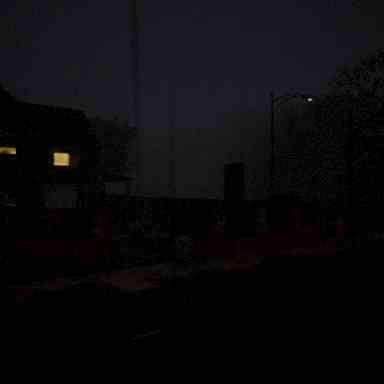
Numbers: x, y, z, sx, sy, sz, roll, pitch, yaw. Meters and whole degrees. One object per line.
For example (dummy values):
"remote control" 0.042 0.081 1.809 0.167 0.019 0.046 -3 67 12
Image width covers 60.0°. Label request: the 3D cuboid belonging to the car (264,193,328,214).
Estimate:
"car" 8.463 1.144 27.919 2.150 2.045 5.566 0 0 -36
